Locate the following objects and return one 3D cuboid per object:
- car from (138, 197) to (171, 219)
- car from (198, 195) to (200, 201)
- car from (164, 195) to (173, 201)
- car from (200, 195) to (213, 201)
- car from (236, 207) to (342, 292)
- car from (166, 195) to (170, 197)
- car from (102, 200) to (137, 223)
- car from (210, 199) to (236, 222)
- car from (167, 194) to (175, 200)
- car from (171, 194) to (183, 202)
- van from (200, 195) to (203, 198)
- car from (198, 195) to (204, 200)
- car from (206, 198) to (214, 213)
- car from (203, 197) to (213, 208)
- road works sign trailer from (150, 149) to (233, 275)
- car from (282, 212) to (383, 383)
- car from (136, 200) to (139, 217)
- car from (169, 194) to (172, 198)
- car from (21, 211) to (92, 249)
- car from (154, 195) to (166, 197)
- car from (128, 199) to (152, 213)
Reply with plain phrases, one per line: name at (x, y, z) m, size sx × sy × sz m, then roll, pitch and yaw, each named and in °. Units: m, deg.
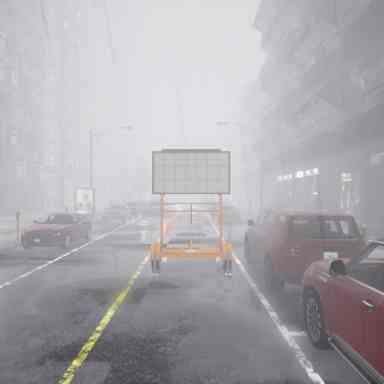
car at (-3.158, 1.478, 29.109) m, size 1.882 × 1.535 × 5.008 m, roll 0°, pitch 0°, yaw 0°
car at (2.546, 1.549, 76.718) m, size 1.802 × 1.307 × 4.206 m, roll 1°, pitch 0°, yaw 0°
car at (-5.845, 1.543, 82.392) m, size 1.802 × 1.307 × 4.206 m, roll 1°, pitch 0°, yaw 0°
car at (2.603, 1.556, 48.435) m, size 1.947 × 1.339 × 4.313 m, roll 1°, pitch 0°, yaw 0°
car at (2.685, 1.317, 8.838) m, size 2.192 × 1.841 × 5.009 m, roll 1°, pitch 0°, yaw 0°
car at (-5.811, 1.560, 65.424) m, size 1.802 × 1.307 × 4.206 m, roll 1°, pitch 0°, yaw 0°
car at (-5.733, 1.584, 25.825) m, size 1.802 × 1.307 × 4.206 m, roll 1°, pitch 0°, yaw 0°
car at (2.649, 1.527, 25.978) m, size 1.752 × 1.417 × 4.829 m, roll 1°, pitch 0°, yaw 0°
car at (-5.865, 1.387, 93.707) m, size 1.967 × 1.590 × 4.097 m, roll 1°, pitch 0°, yaw 0°
car at (-3.153, 1.568, 76.596) m, size 1.895 × 1.301 × 4.718 m, roll 0°, pitch 0°, yaw 0°
van at (2.595, 1.328, 54.092) m, size 1.690 × 1.788 × 3.998 m, roll 1°, pitch 0°, yaw 0°
car at (2.513, 1.528, 93.688) m, size 1.802 × 1.307 × 4.206 m, roll 1°, pitch 0°, yaw 0°
car at (2.637, 1.566, 31.464) m, size 1.947 × 1.339 × 4.313 m, roll 1°, pitch 0°, yaw 0°
car at (2.626, 1.548, 37.121) m, size 2.008 × 1.369 × 4.403 m, roll 1°, pitch 0°, yaw 0°
road works sign trailer at (-0.020, 0.466, 10.397) m, size 2.380 × 3.560 × 2.880 m, roll 0°, pitch 0°, yaw 0°
car at (2.697, 1.316, 3.181) m, size 2.192 × 1.841 × 5.009 m, roll 1°, pitch 0°, yaw 0°
car at (-5.743, 1.545, 31.481) m, size 1.887 × 1.381 × 4.507 m, roll 1°, pitch 0°, yaw 0°
car at (-5.832, 1.407, 76.737) m, size 1.967 × 1.590 × 4.097 m, roll 1°, pitch 0°, yaw 0°
car at (-5.709, 1.547, 14.511) m, size 1.887 × 1.381 × 4.507 m, roll 1°, pitch 0°, yaw 0°
car at (-5.787, 1.427, 54.111) m, size 1.967 × 1.590 × 4.097 m, roll 1°, pitch 0°, yaw 0°
car at (-5.755, 1.563, 37.138) m, size 1.947 × 1.339 × 4.313 m, roll 1°, pitch 0°, yaw 0°
